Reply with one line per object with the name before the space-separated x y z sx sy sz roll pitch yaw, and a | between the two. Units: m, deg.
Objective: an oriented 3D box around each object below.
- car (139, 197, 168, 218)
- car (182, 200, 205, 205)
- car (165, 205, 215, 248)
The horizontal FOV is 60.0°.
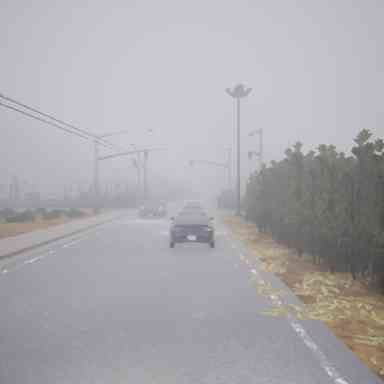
car | -3.398 1.402 30.080 2.097 1.767 4.553 0 0 1
car | 0.092 1.483 29.610 1.882 1.535 5.008 0 0 1
car | 0.000 1.531 14.650 1.812 1.442 4.674 0 0 0
